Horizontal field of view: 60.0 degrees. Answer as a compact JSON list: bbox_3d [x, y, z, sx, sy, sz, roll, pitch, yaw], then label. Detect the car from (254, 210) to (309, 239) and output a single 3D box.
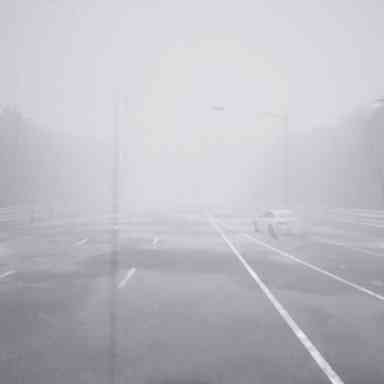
[{"bbox_3d":[4.776,1.685,18.228,1.812,1.442,4.674,0,-1,-5],"label":"car"}]
